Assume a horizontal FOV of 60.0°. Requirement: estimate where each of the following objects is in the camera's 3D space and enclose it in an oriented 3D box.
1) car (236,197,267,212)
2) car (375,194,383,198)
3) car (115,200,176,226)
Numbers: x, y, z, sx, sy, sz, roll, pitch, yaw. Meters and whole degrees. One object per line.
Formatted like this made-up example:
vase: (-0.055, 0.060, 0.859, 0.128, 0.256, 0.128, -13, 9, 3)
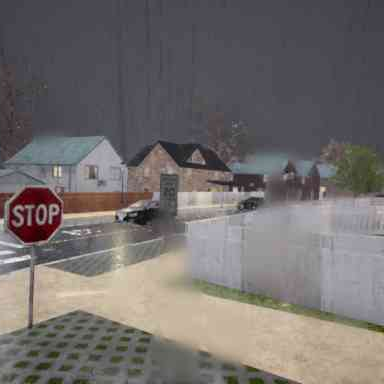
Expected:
car: (6.629, 1.296, 36.514, 1.837, 1.490, 4.892, 4, 3, 36)
car: (40.396, 1.203, 70.758, 4.674, 1.442, 1.812, 0, 3, -43)
car: (-2.961, 1.302, 22.013, 2.128, 1.511, 4.902, 4, 2, 32)
